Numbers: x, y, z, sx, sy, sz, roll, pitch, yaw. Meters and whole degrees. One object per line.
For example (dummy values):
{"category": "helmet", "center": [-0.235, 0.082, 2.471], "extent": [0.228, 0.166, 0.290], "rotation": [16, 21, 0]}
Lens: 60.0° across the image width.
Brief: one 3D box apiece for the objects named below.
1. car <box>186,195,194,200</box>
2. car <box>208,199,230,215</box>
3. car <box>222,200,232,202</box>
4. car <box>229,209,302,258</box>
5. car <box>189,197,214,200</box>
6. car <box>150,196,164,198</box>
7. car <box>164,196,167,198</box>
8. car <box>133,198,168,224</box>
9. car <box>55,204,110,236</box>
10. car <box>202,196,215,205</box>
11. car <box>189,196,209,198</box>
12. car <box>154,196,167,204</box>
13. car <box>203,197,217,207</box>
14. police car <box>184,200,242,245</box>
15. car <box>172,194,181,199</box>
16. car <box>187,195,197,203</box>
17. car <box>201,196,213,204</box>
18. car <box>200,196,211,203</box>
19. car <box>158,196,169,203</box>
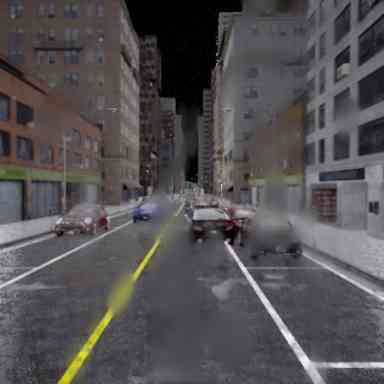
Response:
{"category": "car", "center": [-0.014, 1.429, 51.584], "extent": [2.128, 1.511, 4.902], "rotation": [0, 0, 0]}
{"category": "car", "center": [2.741, 1.497, 34.430], "extent": [1.887, 1.381, 4.507], "rotation": [-1, 0, 0]}
{"category": "car", "center": [2.741, 1.399, 28.925], "extent": [1.967, 1.590, 4.097], "rotation": [-1, 0, 0]}
{"category": "car", "center": [2.748, 1.531, 12.409], "extent": [2.008, 1.369, 4.403], "rotation": [-1, 0, 0]}
{"category": "car", "center": [0.891, 1.441, 25.511], "extent": [1.882, 1.535, 5.008], "rotation": [0, 0, 0]}
{"category": "car", "center": [-5.791, 1.377, 50.942], "extent": [1.967, 1.590, 4.097], "rotation": [-1, 0, 0]}
{"category": "car", "center": [-5.791, 1.499, 56.448], "extent": [1.947, 1.339, 4.313], "rotation": [-1, 0, 0]}
{"category": "car", "center": [-3.106, 1.441, 24.588], "extent": [1.882, 1.535, 5.008], "rotation": [0, 0, 0]}
{"category": "car", "center": [-5.780, 1.412, 17.912], "extent": [1.967, 1.590, 4.097], "rotation": [-1, 0, 0]}
{"category": "car", "center": [2.734, 1.478, 56.450], "extent": [1.887, 1.381, 4.507], "rotation": [-1, 0, 0]}
{"category": "car", "center": [0.890, 1.434, 31.511], "extent": [1.882, 1.535, 5.008], "rotation": [0, 0, 0]}
{"category": "car", "center": [-5.793, 1.480, 61.953], "extent": [2.008, 1.369, 4.403], "rotation": [-1, 0, 0]}
{"category": "car", "center": [2.736, 1.503, 50.945], "extent": [1.947, 1.339, 4.313], "rotation": [-1, 0, 0]}
{"category": "police car", "center": [0.679, 1.400, 15.560], "extent": [1.930, 1.638, 5.238], "rotation": [0, 0, -5]}
{"category": "car", "center": [-3.021, 1.066, 65.079], "extent": [1.812, 1.442, 4.674], "rotation": [0, 0, 0]}
{"category": "car", "center": [-0.021, 1.435, 66.083], "extent": [1.837, 1.490, 4.892], "rotation": [0, 0, 0]}
{"category": "car", "center": [2.732, 1.474, 61.955], "extent": [1.887, 1.381, 4.507], "rotation": [-1, 0, 0]}
{"category": "car", "center": [2.730, 1.470, 67.461], "extent": [1.887, 1.381, 4.507], "rotation": [-1, 0, 0]}
{"category": "car", "center": [-5.795, 1.470, 67.458], "extent": [1.887, 1.381, 4.507], "rotation": [-1, 0, 0]}
